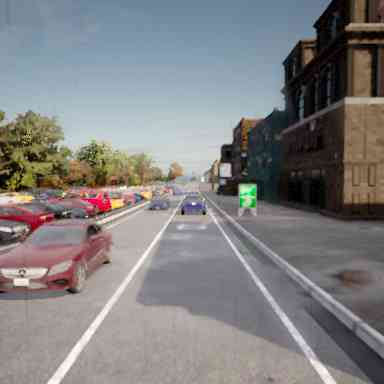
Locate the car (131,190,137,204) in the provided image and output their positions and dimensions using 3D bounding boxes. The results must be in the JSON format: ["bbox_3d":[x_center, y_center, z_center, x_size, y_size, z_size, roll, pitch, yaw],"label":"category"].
[{"bbox_3d":[-9.493,0.907,39.490,4.892,1.521,2.231,0,1,1],"label":"car"}]

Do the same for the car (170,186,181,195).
[{"bbox_3d":[-3.037,0.062,70.284,1.882,1.535,5.008,0,2,0],"label":"car"}]

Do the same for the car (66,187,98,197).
[{"bbox_3d":[-22.274,-0.062,67.415,5.566,2.045,2.435,0,2,1],"label":"car"}]

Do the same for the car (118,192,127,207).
[{"bbox_3d":[-9.725,1.040,33.927,5.366,1.575,1.946,0,1,1],"label":"car"}]

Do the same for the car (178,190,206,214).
[{"bbox_3d":[0.134,0.968,30.020,2.097,1.767,4.553,0,1,0],"label":"car"}]

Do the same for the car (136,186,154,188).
[{"bbox_3d":[-9.297,0.358,56.181,4.553,1.767,2.185,0,1,1],"label":"car"}]

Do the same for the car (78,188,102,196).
[{"bbox_3d":[-22.280,-0.084,72.986,4.553,1.767,2.185,0,2,1],"label":"car"}]

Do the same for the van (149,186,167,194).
[{"bbox_3d":[-8.922,-0.553,86.658,4.442,1.987,1.878,0,2,1],"label":"van"}]

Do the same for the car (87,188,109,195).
[{"bbox_3d":[-22.166,-0.079,78.556,4.792,1.488,2.163,0,2,1],"label":"car"}]

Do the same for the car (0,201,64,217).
[{"bbox_3d":[-9.692,1.417,17.219,5.008,1.535,2.097,0,1,1],"label":"car"}]

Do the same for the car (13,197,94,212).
[{"bbox_3d":[-9.616,1.342,22.794,4.792,1.488,2.163,0,1,1],"label":"car"}]

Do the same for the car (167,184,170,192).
[{"bbox_3d":[-9.035,-0.506,84.000,5.566,2.045,2.435,0,2,1],"label":"car"}]

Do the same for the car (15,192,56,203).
[{"bbox_3d":[-22.515,0.722,47.932,4.792,1.488,2.163,0,1,1],"label":"car"}]

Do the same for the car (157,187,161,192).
[{"bbox_3d":[-9.225,0.233,67.315,4.674,1.452,2.002,0,2,1],"label":"car"}]

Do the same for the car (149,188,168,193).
[{"bbox_3d":[-9.004,-0.405,89.571,4.892,1.521,2.231,0,2,1],"label":"car"}]

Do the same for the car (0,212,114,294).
[{"bbox_3d":[-3.346,1.488,8.850,1.812,1.442,4.674,0,0,0],"label":"car"}]

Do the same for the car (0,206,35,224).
[{"bbox_3d":[-9.727,1.497,14.430,4.674,1.452,2.002,0,1,1],"label":"car"}]

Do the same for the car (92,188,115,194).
[{"bbox_3d":[-22.329,-0.259,84.001,5.366,1.575,1.946,0,2,1],"label":"car"}]

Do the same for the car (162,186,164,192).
[{"bbox_3d":[-9.175,0.046,72.879,4.892,1.521,2.231,0,2,1],"label":"car"}]

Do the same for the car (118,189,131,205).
[{"bbox_3d":[-9.483,0.852,36.579,4.553,1.767,2.185,0,1,1],"label":"car"}]

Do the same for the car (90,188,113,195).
[{"bbox_3d":[-22.175,-0.184,81.341,5.008,1.535,2.097,0,2,1],"label":"car"}]

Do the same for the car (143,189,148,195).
[{"bbox_3d":[-9.402,0.696,47.837,5.008,1.535,2.097,0,1,1],"label":"car"}]

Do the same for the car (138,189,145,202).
[{"bbox_3d":[-9.439,0.766,45.055,5.008,1.535,2.097,0,1,1],"label":"car"}]

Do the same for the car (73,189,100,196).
[{"bbox_3d":[-22.281,0.117,70.204,4.892,1.521,2.231,0,2,1],"label":"car"}]

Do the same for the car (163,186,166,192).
[{"bbox_3d":[-9.328,-0.033,75.662,5.366,1.575,1.946,0,2,1],"label":"car"}]

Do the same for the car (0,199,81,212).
[{"bbox_3d":[-9.667,1.369,20.007,5.008,1.535,2.097,0,1,1],"label":"car"}]

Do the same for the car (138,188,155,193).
[{"bbox_3d":[-9.169,0.552,53.400,5.366,1.575,1.946,0,1,1],"label":"car"}]

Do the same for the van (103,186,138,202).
[{"bbox_3d":[-9.577,0.610,42.268,4.442,1.987,1.878,0,1,1],"label":"van"}]

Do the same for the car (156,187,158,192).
[{"bbox_3d":[-9.246,0.369,61.750,4.792,1.488,2.163,0,2,1],"label":"car"}]

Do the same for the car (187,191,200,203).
[{"bbox_3d":[0.191,0.702,47.043,1.837,1.490,4.892,0,1,0],"label":"car"}]

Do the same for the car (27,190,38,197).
[{"bbox_3d":[-22.545,0.832,42.365,5.008,1.535,2.097,0,1,1],"label":"car"}]

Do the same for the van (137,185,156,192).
[{"bbox_3d":[-9.185,0.188,58.897,4.442,1.987,1.878,0,1,1],"label":"van"}]

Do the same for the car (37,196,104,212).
[{"bbox_3d":[-9.616,1.289,25.580,4.674,1.452,2.002,0,1,1],"label":"car"}]

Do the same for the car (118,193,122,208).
[{"bbox_3d":[-9.561,1.111,31.143,5.008,1.535,2.097,0,1,1],"label":"car"}]

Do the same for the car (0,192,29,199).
[{"bbox_3d":[-22.569,0.942,39.582,4.674,1.452,2.002,0,1,1],"label":"car"}]

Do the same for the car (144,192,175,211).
[{"bbox_3d":[-3.213,1.069,33.911,2.033,1.411,5.357,0,1,0],"label":"car"}]

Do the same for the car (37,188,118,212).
[{"bbox_3d":[-9.621,0.929,28.355,5.566,2.045,2.435,0,1,1],"label":"car"}]

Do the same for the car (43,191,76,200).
[{"bbox_3d":[-22.410,0.520,56.286,4.674,1.452,2.002,0,1,1],"label":"car"}]

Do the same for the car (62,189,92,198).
[{"bbox_3d":[-22.333,0.262,64.636,5.008,1.535,2.097,0,2,1],"label":"car"}]

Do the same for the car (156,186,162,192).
[{"bbox_3d":[-9.164,-0.006,70.092,4.553,1.767,2.185,0,2,1],"label":"car"}]
